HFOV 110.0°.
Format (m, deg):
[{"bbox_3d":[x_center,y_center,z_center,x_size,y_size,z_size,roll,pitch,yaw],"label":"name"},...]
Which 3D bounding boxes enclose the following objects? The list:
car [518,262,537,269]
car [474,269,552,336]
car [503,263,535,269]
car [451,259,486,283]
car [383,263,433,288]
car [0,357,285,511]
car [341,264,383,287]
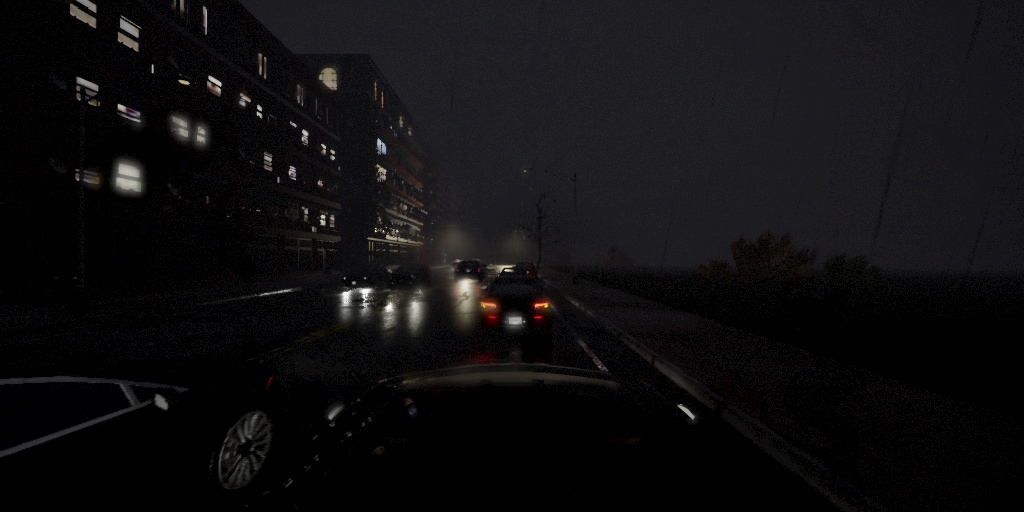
[{"bbox_3d":[1.079,1.232,29.977,1.882,1.535,5.008,0,0,0],"label":"car"},{"bbox_3d":[0.074,1.277,10.282,1.812,1.442,4.674,0,0,0],"label":"car"},{"bbox_3d":[0.062,1.317,20.449,1.994,1.385,4.181,0,0,0],"label":"car"},{"bbox_3d":[-3.207,1.105,28.330,2.097,1.767,4.553,0,0,0],"label":"car"},{"bbox_3d":[-6.647,1.231,23.934,1.882,1.535,5.008,0,0,0],"label":"car"},{"bbox_3d":[-3.152,1.240,1.581,2.128,1.511,4.902,0,0,0],"label":"car"},{"bbox_3d":[-9.897,1.301,25.092,2.033,1.411,5.357,0,0,0],"label":"car"}]
